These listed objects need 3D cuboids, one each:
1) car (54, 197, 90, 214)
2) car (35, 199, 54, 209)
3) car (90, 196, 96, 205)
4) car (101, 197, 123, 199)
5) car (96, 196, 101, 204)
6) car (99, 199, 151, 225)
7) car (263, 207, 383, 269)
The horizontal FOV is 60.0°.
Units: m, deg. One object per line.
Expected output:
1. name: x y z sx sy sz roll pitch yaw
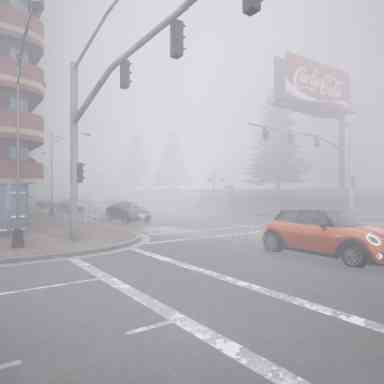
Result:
1. car: -12.965 1.477 35.783 1.882 1.535 5.008 0 0 -36
2. car: -20.164 1.601 45.768 1.895 1.301 4.718 0 0 -36
3. car: -18.260 1.547 55.348 2.033 1.411 5.357 0 0 -36
4. car: -12.290 1.505 53.071 1.837 1.490 4.892 0 0 -36
5. car: -17.642 1.526 60.448 1.812 1.442 4.674 0 0 -37
6. car: -4.745 1.491 24.429 2.128 1.511 4.902 0 0 -36
7. car: 4.683 1.352 11.417 2.097 1.767 4.553 0 0 -36
